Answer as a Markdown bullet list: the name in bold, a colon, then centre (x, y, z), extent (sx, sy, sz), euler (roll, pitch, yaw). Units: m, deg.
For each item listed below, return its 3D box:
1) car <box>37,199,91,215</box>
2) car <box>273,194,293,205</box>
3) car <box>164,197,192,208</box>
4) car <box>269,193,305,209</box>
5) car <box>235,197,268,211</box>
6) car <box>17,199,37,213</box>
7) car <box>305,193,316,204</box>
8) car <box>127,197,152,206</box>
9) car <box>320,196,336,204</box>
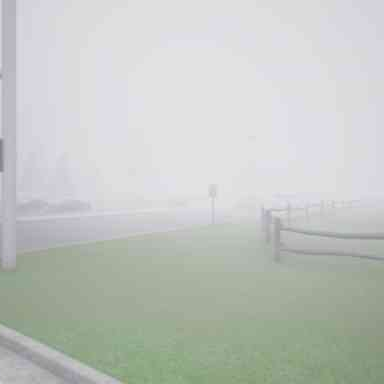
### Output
- **car**: centre (-12.483, 1.474, 33.571), extent (2.128, 1.511, 4.902), euler (0, 0, 35)
- **car**: centre (16.624, 1.339, 60.812), extent (2.097, 1.767, 4.553), euler (0, 0, 36)
- **car**: centre (-2.086, 1.473, 48.503), extent (2.128, 1.511, 4.902), euler (0, 0, 35)
- **car**: centre (12.178, 1.212, 42.417), extent (2.150, 2.045, 5.566), euler (0, 0, 35)
- **car**: centre (7.221, 1.341, 41.422), extent (2.097, 1.767, 4.553), euler (0, 0, 35)
- **car**: centre (-18.126, 1.503, 37.717), extent (1.812, 1.442, 4.674), euler (0, 0, 35)
- **car**: centre (20.624, 1.202, 60.174), extent (2.150, 2.045, 5.566), euler (0, -1, 37)
- **car**: centre (-8.167, 1.541, 52.021), extent (1.994, 1.385, 4.181), euler (0, 0, 35)
- **car**: centre (24.247, 1.517, 59.201), extent (1.812, 1.442, 4.674), euler (0, 0, 36)
